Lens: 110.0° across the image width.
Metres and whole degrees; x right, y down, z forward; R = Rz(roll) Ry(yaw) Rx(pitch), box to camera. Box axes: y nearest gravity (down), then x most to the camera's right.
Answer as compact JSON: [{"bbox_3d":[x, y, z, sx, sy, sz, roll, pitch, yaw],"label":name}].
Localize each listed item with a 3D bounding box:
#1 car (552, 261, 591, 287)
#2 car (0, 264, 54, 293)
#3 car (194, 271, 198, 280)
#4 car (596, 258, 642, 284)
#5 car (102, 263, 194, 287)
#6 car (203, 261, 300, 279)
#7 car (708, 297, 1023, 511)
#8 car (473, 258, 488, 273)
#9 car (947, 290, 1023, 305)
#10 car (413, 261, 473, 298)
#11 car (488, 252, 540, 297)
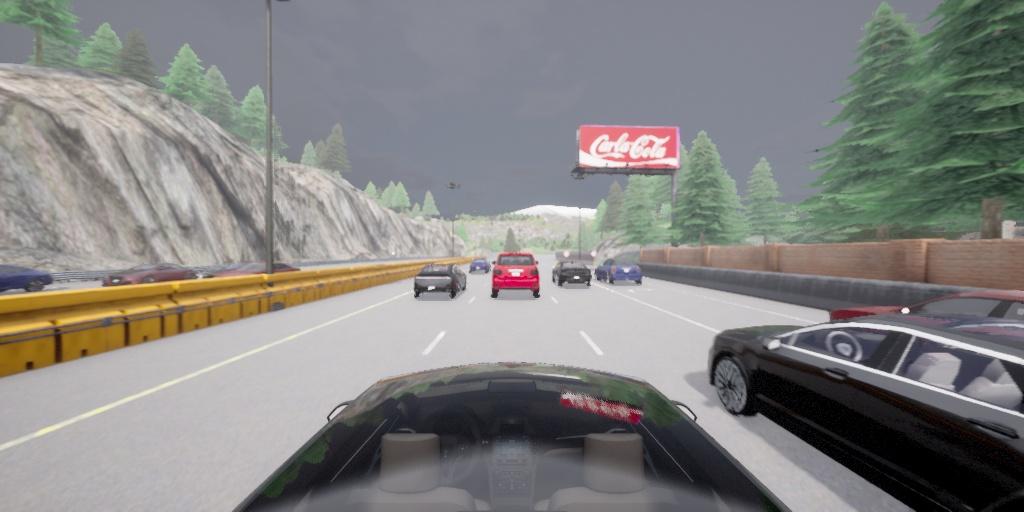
[{"bbox_3d":[3.685,1.045,22.844,1.882,1.535,5.008,0,1,0],"label":"car"},{"bbox_3d":[-24.516,1.103,16.492,1.812,1.442,4.674,0,1,0],"label":"car"},{"bbox_3d":[-17.433,1.073,23.702,2.033,1.411,5.357,0,0,1],"label":"car"},{"bbox_3d":[7.192,0.912,24.602,2.097,1.767,4.553,0,1,0],"label":"car"},{"bbox_3d":[-20.969,1.108,20.998,1.994,1.385,4.181,0,0,1],"label":"car"},{"bbox_3d":[-13.981,1.041,19.998,1.882,1.535,5.008,0,0,1],"label":"car"},{"bbox_3d":[3.633,1.237,3.010,2.128,1.511,4.902,0,1,0],"label":"car"},{"bbox_3d":[-3.266,0.956,36.965,1.812,1.442,4.674,0,1,0],"label":"car"},{"bbox_3d":[7.130,1.210,5.007,1.882,1.535,5.008,0,0,0],"label":"car"},{"bbox_3d":[-3.335,1.098,17.311,2.128,1.511,4.902,0,1,0],"label":"car"},{"bbox_3d":[0.171,0.829,17.887,2.150,2.045,5.566,0,1,0],"label":"car"}]
